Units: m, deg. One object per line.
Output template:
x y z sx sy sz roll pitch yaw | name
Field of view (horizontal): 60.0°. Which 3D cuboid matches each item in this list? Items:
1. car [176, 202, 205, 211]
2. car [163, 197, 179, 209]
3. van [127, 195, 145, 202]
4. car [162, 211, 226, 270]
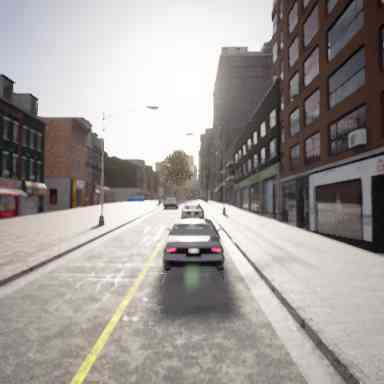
0.064 1.600 26.142 2.033 1.411 5.357 0 0 0 | car
-2.835 1.504 45.152 1.882 1.535 5.008 0 0 0 | car
-12.919 1.675 77.012 3.998 1.788 1.690 0 -3 0 | van
0.062 1.589 11.199 2.033 1.411 5.357 0 0 0 | car
